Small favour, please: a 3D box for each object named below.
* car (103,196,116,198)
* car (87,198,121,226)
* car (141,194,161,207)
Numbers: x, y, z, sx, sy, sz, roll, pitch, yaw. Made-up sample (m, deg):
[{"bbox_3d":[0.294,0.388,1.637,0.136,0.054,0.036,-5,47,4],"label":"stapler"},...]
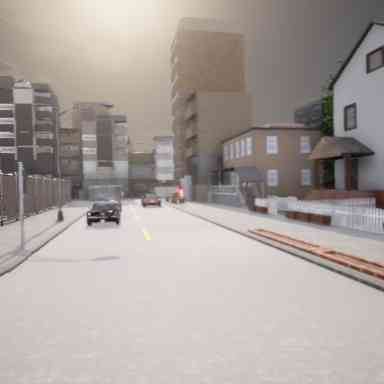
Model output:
[{"bbox_3d":[-7.626,1.099,30.909,1.994,1.385,4.181,-2,1,-12],"label":"car"},{"bbox_3d":[-5.538,1.289,21.061,1.895,1.301,4.718,-2,1,-12],"label":"car"},{"bbox_3d":[-4.575,0.898,36.660,1.994,1.385,4.181,-2,1,-12],"label":"car"}]
